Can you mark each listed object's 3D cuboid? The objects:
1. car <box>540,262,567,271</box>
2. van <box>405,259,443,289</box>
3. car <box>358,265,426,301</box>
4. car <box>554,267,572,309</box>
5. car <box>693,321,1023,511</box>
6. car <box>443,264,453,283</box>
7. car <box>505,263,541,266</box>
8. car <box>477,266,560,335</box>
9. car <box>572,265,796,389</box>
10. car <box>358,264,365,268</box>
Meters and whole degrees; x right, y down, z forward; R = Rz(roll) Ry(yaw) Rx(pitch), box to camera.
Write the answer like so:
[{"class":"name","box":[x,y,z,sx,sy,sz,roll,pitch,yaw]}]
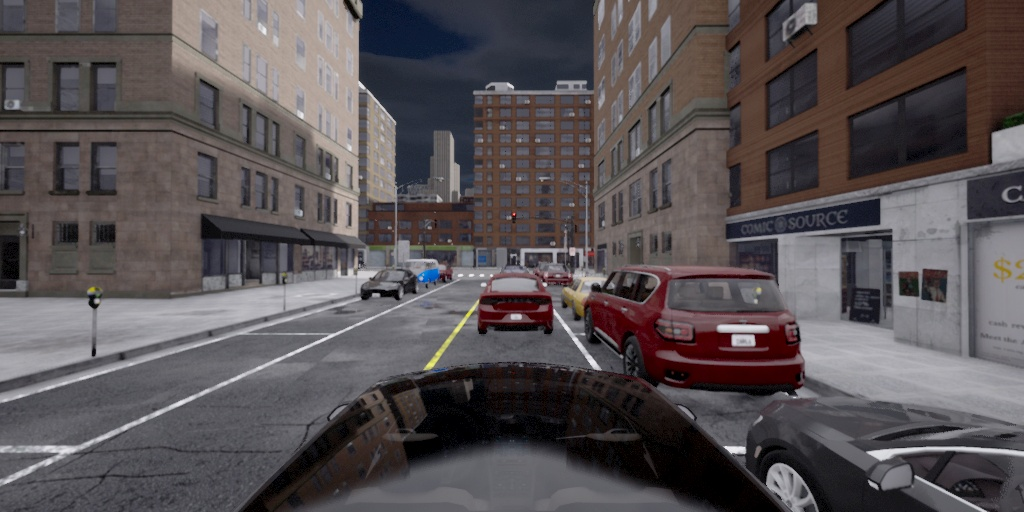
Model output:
[{"class":"car","box":[2.709,1.191,22.995,1.967,1.591,4.097,0,0,0]},{"class":"van","box":[-5.816,1.092,23.012,1.690,1.789,3.998,0,0,0]},{"class":"car","box":[-5.827,1.315,17.530,1.948,1.339,4.313,0,0,0]},{"class":"car","box":[2.689,1.273,12.200,1.751,1.417,4.829,0,0,0]},{"class":"car","box":[2.668,1.301,1.065,2.007,1.370,4.403,0,0,0]},{"class":"car","box":[-5.806,1.298,28.495,1.888,1.381,4.507,0,0,0]},{"class":"car","box":[0.130,1.241,18.363,2.128,1.511,4.902,0,0,0]},{"class":"car","box":[0.067,1.226,10.577,1.882,1.535,5.008,0,0,-1]},{"class":"car","box":[2.678,1.063,6.547,2.192,1.841,5.009,0,0,0]},{"class":"car","box":[-21.183,1.139,44.702,5.357,1.411,2.033,0,-1,0]}]
